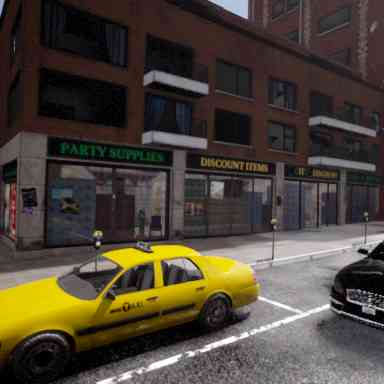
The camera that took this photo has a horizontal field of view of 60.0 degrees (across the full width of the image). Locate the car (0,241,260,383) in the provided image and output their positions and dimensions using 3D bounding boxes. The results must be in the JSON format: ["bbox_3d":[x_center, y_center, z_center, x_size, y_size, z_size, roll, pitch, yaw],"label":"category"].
[{"bbox_3d":[-1.025,1.527,5.341,4.829,1.417,1.752,0,2,-35],"label":"car"}]

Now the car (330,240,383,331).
[{"bbox_3d":[4.603,1.509,6.353,4.892,1.490,1.837,0,0,-35],"label":"car"}]
